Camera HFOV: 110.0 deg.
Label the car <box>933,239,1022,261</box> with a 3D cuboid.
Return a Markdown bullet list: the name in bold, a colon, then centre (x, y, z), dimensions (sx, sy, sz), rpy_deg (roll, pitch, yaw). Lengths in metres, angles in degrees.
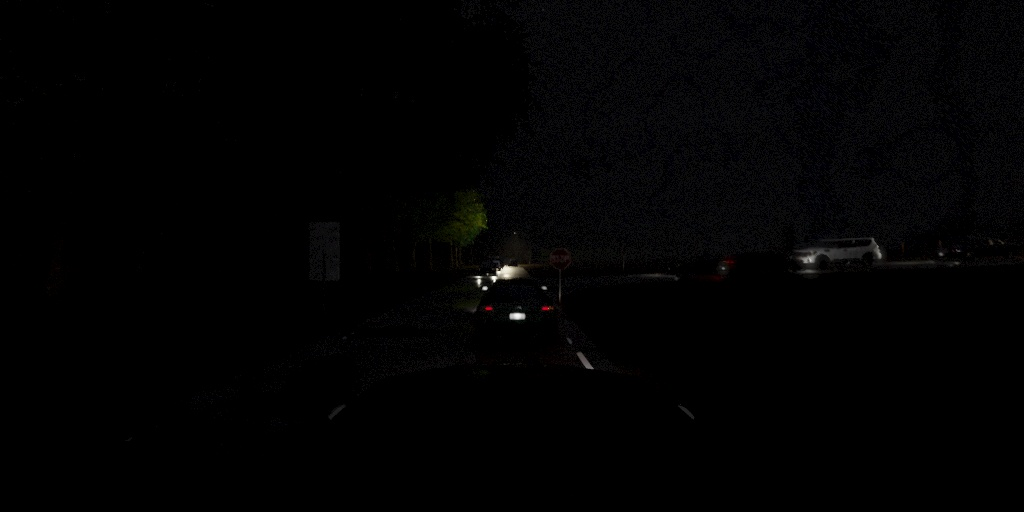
- **car**: centre (34.250, -0.470, 26.502), dimensions (4.902, 1.511, 2.128), rpy_deg (-3, 1, 1)

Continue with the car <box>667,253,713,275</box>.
- **car**: centre (14.060, 0.552, 26.756), dimensions (4.674, 1.442, 1.812), rpy_deg (-3, 1, 1)

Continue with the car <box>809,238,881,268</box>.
- **car**: centre (23.935, -0.240, 26.635), dimensions (5.566, 2.045, 2.150), rpy_deg (-3, 1, 0)

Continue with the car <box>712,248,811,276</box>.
- **car**: centre (16.445, 0.442, 23.792), dimensions (4.892, 1.490, 1.837), rpy_deg (-3, 1, 1)

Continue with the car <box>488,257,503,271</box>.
- **car**: centre (-2.699, 1.106, 52.037), dimensions (2.150, 2.045, 5.566), rpy_deg (0, 0, -2)

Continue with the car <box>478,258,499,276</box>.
- **car**: centre (-2.700, 1.320, 39.460), dimensions (1.882, 1.535, 5.008), rpy_deg (0, 0, -1)

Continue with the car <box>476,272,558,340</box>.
- **car**: centre (0.081, 1.329, 10.087), dimensions (1.994, 1.385, 4.181), rpy_deg (0, 0, -1)
